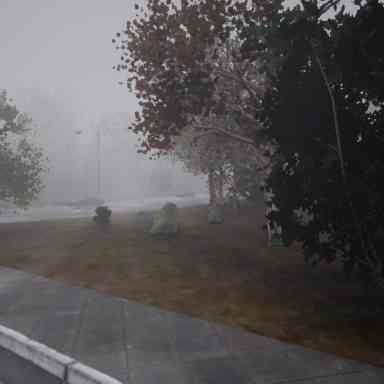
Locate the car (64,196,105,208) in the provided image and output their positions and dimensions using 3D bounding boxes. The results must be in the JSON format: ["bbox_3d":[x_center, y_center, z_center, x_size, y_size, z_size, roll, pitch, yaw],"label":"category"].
[{"bbox_3d":[-14.471,1.278,45.085,2.033,1.411,5.357,0,2,39],"label":"car"}]

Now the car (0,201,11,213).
[{"bbox_3d":[-22.151,1.532,35.556,1.837,1.490,4.892,0,1,39],"label":"car"}]

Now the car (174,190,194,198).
[{"bbox_3d":[-1.441,0.341,61.114,1.994,1.385,4.181,0,3,39],"label":"car"}]
